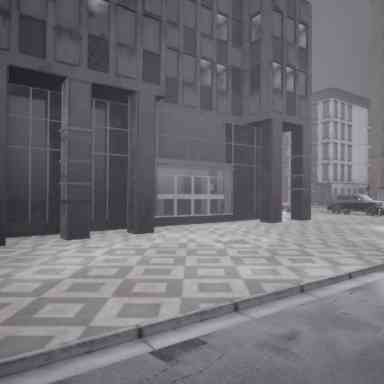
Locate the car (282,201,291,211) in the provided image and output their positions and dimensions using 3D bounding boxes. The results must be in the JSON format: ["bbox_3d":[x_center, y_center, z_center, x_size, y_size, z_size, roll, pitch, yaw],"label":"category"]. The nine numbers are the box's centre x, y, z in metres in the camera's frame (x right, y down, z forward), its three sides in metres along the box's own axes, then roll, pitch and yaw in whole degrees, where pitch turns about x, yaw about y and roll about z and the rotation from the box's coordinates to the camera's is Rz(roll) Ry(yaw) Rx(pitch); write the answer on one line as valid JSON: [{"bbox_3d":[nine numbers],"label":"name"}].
[{"bbox_3d":[9.966,1.493,39.988,1.812,1.442,4.674,1,0,-35],"label":"car"}]

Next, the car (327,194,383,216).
[{"bbox_3d":[15.792,1.185,31.868,2.150,2.045,5.566,1,-1,-36],"label":"car"}]
